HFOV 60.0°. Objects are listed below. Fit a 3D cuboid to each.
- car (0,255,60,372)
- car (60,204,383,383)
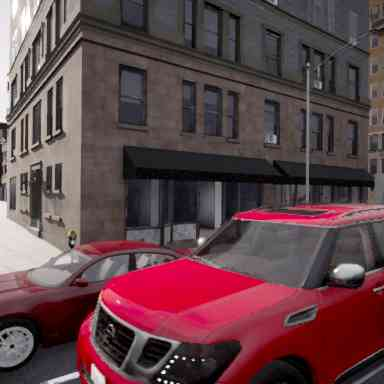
[{"bbox_3d":[-1.536,1.545,5.658,4.507,1.381,1.887,0,1,-35],"label":"car"},{"bbox_3d":[1.460,1.222,4.410,5.566,2.045,2.150,0,0,-35],"label":"car"}]
